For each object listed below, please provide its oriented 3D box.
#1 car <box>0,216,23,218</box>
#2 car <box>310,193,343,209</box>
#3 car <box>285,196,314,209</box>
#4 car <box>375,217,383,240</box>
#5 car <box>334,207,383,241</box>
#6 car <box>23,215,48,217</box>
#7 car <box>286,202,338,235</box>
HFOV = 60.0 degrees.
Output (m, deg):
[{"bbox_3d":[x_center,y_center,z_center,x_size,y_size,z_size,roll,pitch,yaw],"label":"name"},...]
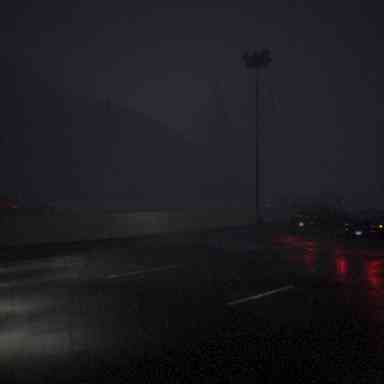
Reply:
[{"bbox_3d":[-15.273,1.248,23.261,5.566,2.045,2.150,0,0,-36],"label":"car"},{"bbox_3d":[17.704,1.127,43.549,2.150,2.045,5.566,0,0,42],"label":"car"},{"bbox_3d":[14.860,1.388,45.628,1.882,1.535,5.008,0,0,42],"label":"car"},{"bbox_3d":[7.368,1.473,9.575,4.892,1.490,1.837,0,0,-39],"label":"car"},{"bbox_3d":[8.620,1.485,15.152,4.674,1.442,1.812,0,0,-40],"label":"car"},{"bbox_3d":[-14.369,1.496,28.323,5.008,1.535,1.882,0,0,-38],"label":"car"},{"bbox_3d":[7.520,1.451,18.799,4.902,1.511,2.128,0,0,-40],"label":"car"}]
